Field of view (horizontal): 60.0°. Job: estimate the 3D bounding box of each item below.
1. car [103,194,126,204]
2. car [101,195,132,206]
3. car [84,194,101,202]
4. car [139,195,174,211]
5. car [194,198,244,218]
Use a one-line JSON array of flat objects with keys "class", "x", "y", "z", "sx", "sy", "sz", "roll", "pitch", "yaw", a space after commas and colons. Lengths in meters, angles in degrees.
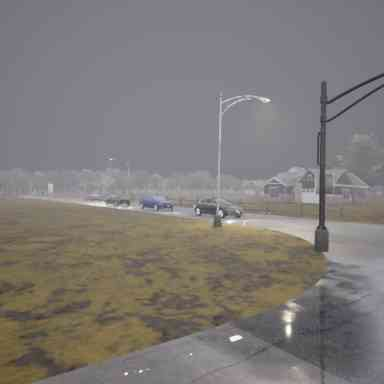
[{"class": "car", "x": -12.404, "y": 1.088, "z": 52.977, "sx": 1.994, "sy": 1.385, "sz": 4.181, "roll": 2, "pitch": -1, "yaw": -35}, {"class": "car", "x": -9.540, "y": 1.109, "z": 42.755, "sx": 1.895, "sy": 1.301, "sz": 4.718, "roll": 2, "pitch": -1, "yaw": -35}, {"class": "car", "x": -18.200, "y": 1.008, "z": 61.130, "sx": 2.033, "sy": 1.411, "sz": 5.357, "roll": 2, "pitch": -1, "yaw": -35}, {"class": "car", "x": -3.753, "y": 1.084, "z": 34.600, "sx": 1.882, "sy": 1.535, "sz": 5.008, "roll": 2, "pitch": 0, "yaw": -36}, {"class": "car", "x": 2.039, "y": 1.227, "z": 26.452, "sx": 1.837, "sy": 1.490, "sz": 4.892, "roll": 2, "pitch": 0, "yaw": -35}]
